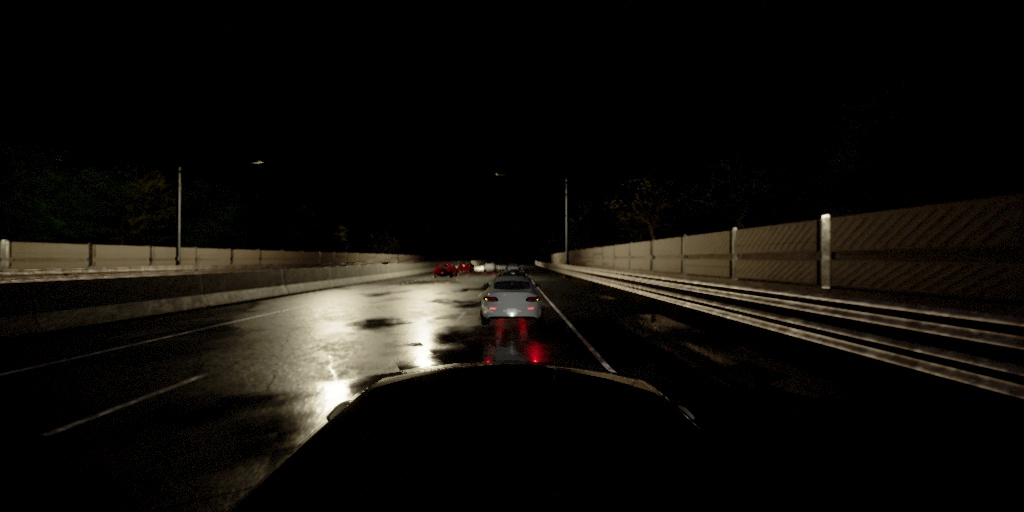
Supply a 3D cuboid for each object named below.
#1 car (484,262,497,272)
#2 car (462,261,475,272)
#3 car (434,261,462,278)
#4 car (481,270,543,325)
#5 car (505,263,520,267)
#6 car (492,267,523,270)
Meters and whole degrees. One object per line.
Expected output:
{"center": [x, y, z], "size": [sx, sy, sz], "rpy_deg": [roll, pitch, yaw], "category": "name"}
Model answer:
{"center": [-3.349, 1.689, 55.936], "size": [1.812, 1.442, 4.674], "rpy_deg": [0, -1, 0], "category": "car"}
{"center": [-6.868, 1.504, 53.935], "size": [2.097, 1.767, 4.553], "rpy_deg": [0, 0, 2], "category": "car"}
{"center": [-6.900, 1.521, 37.874], "size": [1.882, 1.535, 5.008], "rpy_deg": [0, 0, 0], "category": "car"}
{"center": [0.002, 1.361, 12.124], "size": [1.812, 1.442, 4.674], "rpy_deg": [0, 0, 0], "category": "car"}
{"center": [0.101, 1.579, 34.179], "size": [1.994, 1.385, 4.181], "rpy_deg": [0, 0, 0], "category": "car"}
{"center": [0.010, 1.506, 20.538], "size": [1.895, 1.301, 4.718], "rpy_deg": [0, 0, 0], "category": "car"}
